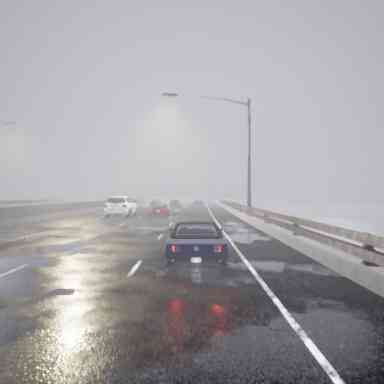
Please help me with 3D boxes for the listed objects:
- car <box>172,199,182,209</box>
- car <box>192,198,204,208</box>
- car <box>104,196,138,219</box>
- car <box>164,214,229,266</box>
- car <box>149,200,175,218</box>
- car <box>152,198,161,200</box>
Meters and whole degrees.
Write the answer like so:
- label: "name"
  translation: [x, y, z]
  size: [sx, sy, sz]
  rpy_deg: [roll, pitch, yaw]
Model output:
- label: "car"
  translation: [-2.594, 1.835, 52.060]
  size: [1.812, 1.442, 4.674]
  rpy_deg: [0, 0, 2]
- label: "car"
  translation: [1.036, 1.832, 56.299]
  size: [2.128, 1.511, 4.902]
  rpy_deg: [0, 0, 2]
- label: "car"
  translation: [-6.606, 1.396, 31.418]
  size: [2.150, 2.045, 5.566]
  rpy_deg: [0, 0, 1]
- label: "car"
  translation: [0.145, 1.663, 11.691]
  size: [1.895, 1.301, 4.718]
  rpy_deg: [0, 0, 0]
- label: "car"
  translation: [-3.073, 1.746, 32.813]
  size: [1.994, 1.385, 4.181]
  rpy_deg: [0, 0, 1]
- label: "car"
  translation: [-5.971, 1.830, 56.124]
  size: [2.128, 1.511, 4.902]
  rpy_deg: [0, 0, 2]
